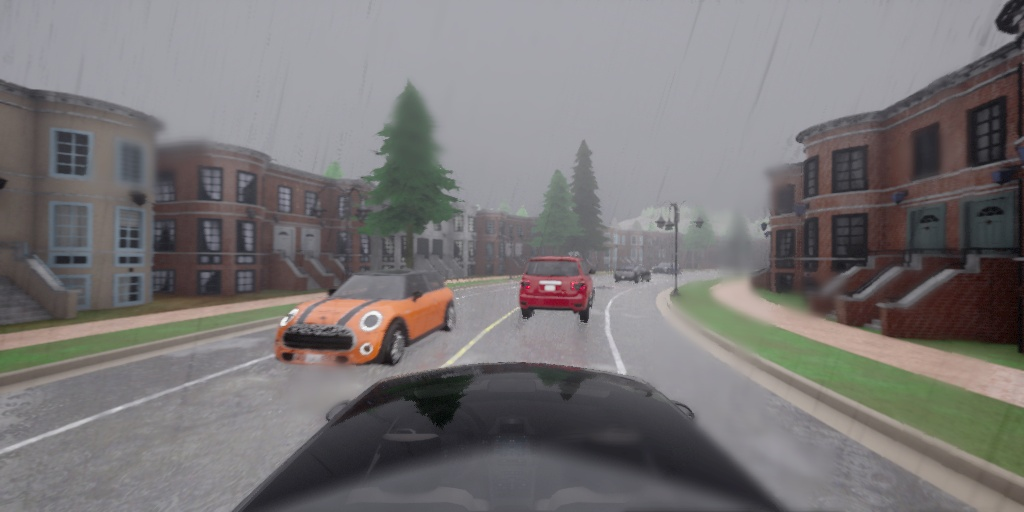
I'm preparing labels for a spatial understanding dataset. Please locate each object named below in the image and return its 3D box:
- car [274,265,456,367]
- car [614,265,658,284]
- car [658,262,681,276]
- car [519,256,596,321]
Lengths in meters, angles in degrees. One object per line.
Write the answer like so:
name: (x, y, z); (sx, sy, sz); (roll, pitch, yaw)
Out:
car: (-2.877, 1.105, 8.100); (2.097, 1.767, 4.553); (1, 0, 9)
car: (10.000, 1.466, 29.485); (2.128, 1.511, 4.902); (0, 0, 37)
car: (19.379, 1.486, 45.053); (4.553, 1.767, 2.097); (1, 0, -43)
car: (1.781, 1.042, 13.060); (2.150, 2.045, 5.566); (0, 0, 14)
